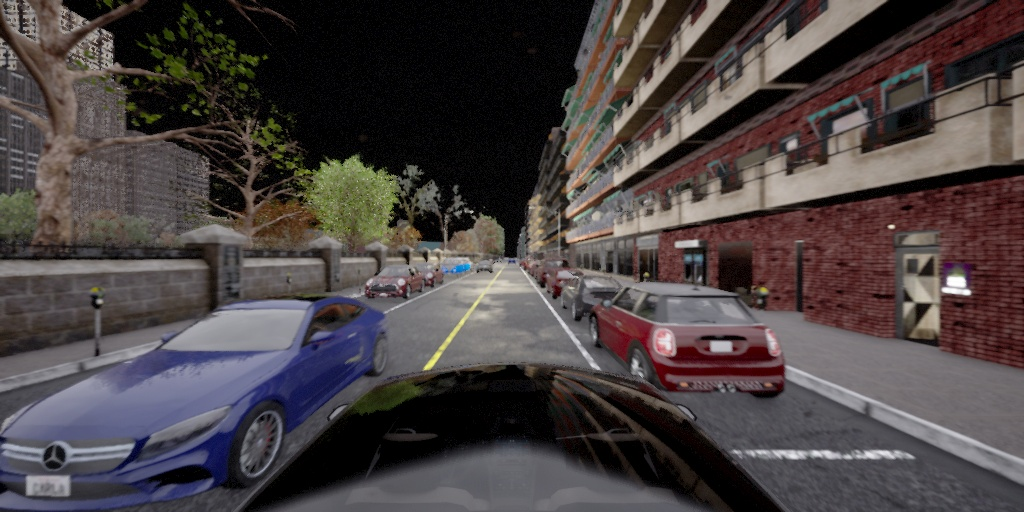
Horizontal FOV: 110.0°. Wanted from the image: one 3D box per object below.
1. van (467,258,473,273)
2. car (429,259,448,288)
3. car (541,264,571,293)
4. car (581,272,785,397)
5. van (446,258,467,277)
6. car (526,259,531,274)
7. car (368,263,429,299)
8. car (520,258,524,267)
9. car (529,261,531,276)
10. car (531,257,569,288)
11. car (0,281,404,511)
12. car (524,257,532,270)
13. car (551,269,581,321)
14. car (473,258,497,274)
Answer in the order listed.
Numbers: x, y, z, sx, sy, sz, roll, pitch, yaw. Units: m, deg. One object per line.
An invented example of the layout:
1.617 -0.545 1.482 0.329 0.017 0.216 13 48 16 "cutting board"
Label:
-5.701 1.091 40.330 1.690 1.789 3.998 0 0 0 "van"
-5.696 1.185 23.441 1.967 1.591 4.097 0 0 0 "car"
2.686 1.291 17.813 1.888 1.381 4.507 0 0 0 "car"
2.689 1.188 6.554 1.967 1.591 4.097 0 0 0 "car"
-5.700 1.088 34.701 1.690 1.789 3.998 0 0 0 "van"
2.680 1.293 34.704 1.888 1.381 4.507 0 0 0 "car"
-5.695 1.185 17.812 1.967 1.591 4.097 0 0 0 "car"
2.675 1.075 51.593 2.192 1.841 5.009 0 0 0 "car"
2.682 1.296 29.074 2.007 1.370 4.403 0 0 0 "car"
2.684 1.060 23.443 2.192 1.841 5.009 0 0 0 "car"
-3.093 1.275 4.728 1.812 1.442 4.674 0 0 0 "car"
2.679 1.190 40.333 1.967 1.591 4.097 0 0 0 "car"
2.687 1.297 12.184 2.007 1.370 4.403 0 0 0 "car"
-3.101 1.255 41.548 1.837 1.490 4.892 0 0 0 "car"
